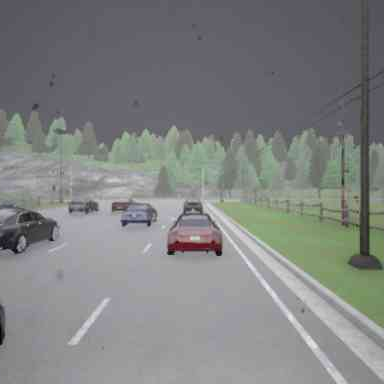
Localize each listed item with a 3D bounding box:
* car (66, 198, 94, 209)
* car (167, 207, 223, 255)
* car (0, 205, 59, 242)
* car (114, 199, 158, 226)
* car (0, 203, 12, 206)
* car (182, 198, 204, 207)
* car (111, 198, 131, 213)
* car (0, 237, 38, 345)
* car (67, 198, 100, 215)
[{"bbox_3d":[-13.896,1.395,41.666,1.895,1.301,4.718,0,0,0],"label":"car"},{"bbox_3d":[0.101,1.499,13.083,1.994,1.385,4.181,0,0,0],"label":"car"},{"bbox_3d":[-6.898,1.440,13.111,1.837,1.490,4.892,0,0,0],"label":"car"},{"bbox_3d":[-3.397,1.438,22.090,2.033,1.411,5.357,0,0,0],"label":"car"},{"bbox_3d":[-13.898,1.445,24.150,1.994,1.385,4.181,0,0,0],"label":"car"},{"bbox_3d":[0.103,1.345,32.349,1.837,1.490,4.892,0,0,0],"label":"car"},{"bbox_3d":[-6.896,1.309,34.168,1.882,1.535,5.008,0,0,0],"label":"car"},{"bbox_3d":[-3.400,1.478,2.507,2.128,1.511,4.902,0,0,0],"label":"car"},{"bbox_3d":[-10.396,1.332,32.277,2.128,1.511,4.902,0,0,0],"label":"car"}]
